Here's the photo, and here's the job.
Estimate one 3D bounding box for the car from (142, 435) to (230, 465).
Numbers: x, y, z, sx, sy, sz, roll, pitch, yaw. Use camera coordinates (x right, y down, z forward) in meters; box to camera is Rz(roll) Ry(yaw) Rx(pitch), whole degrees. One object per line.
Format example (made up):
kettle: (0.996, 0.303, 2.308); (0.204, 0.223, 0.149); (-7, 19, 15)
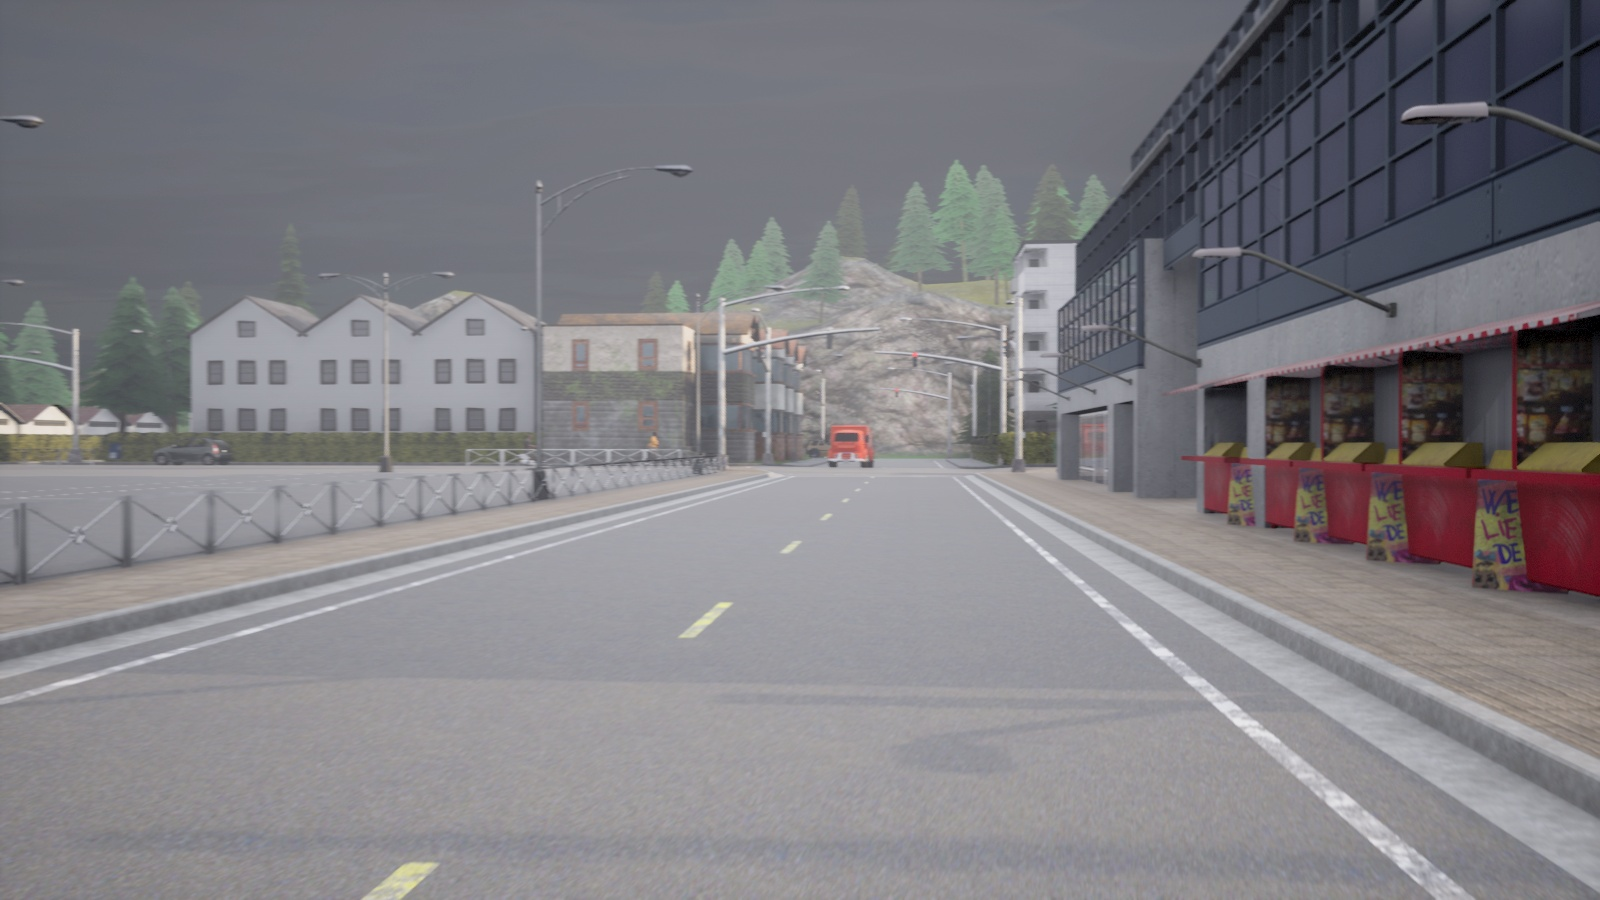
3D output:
car: (-34.095, 0.008, 69.773); (3.988, 1.617, 1.851); (0, 0, 5)

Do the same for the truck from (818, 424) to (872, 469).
truck: (2.641, -0.175, 72.309); (2.627, 2.467, 5.204); (0, -1, 7)

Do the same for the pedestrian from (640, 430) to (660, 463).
pedestrian: (-8.521, -0.195, 71.329); (0.900, 1.855, 0.874); (0, 0, 13)
